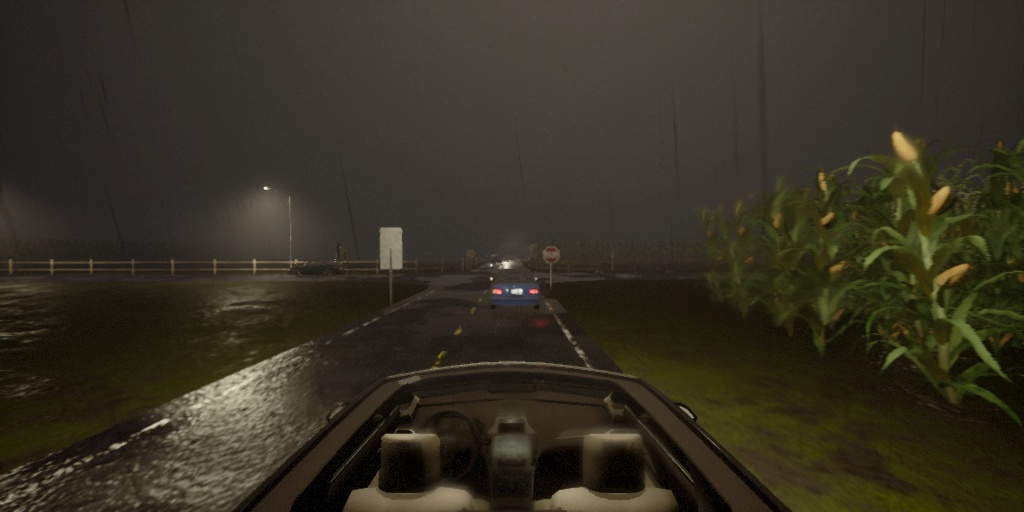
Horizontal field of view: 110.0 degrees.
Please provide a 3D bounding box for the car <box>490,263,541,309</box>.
[{"bbox_3d":[0.080,1.182,14.213,2.033,1.411,5.357,0,0,-1],"label":"car"}]

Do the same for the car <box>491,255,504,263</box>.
[{"bbox_3d":[-2.703,0.632,63.323,1.882,1.535,5.008,0,1,1],"label":"car"}]

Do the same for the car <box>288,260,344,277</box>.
[{"bbox_3d":[-16.618,1.057,30.582,4.181,1.385,1.994,0,1,0],"label":"car"}]
